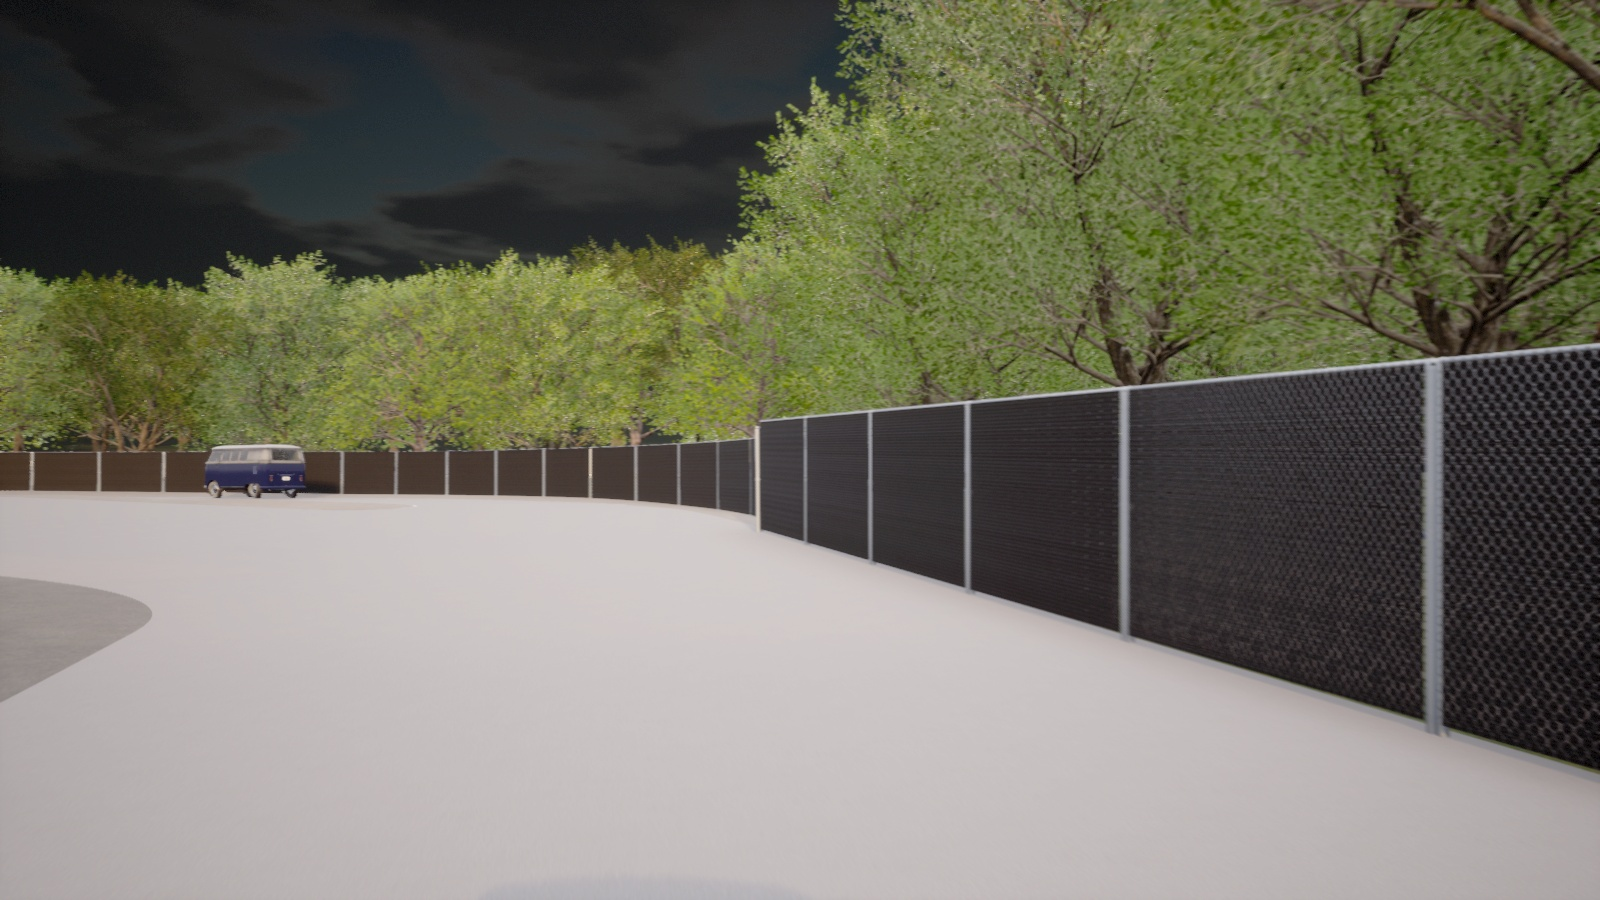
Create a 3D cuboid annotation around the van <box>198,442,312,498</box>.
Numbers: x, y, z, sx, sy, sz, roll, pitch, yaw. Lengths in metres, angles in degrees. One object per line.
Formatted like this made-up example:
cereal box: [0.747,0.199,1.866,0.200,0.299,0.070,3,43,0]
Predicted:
van: [-20.254,0.769,46.646,4.442,1.987,1.775,-1,-2,35]
